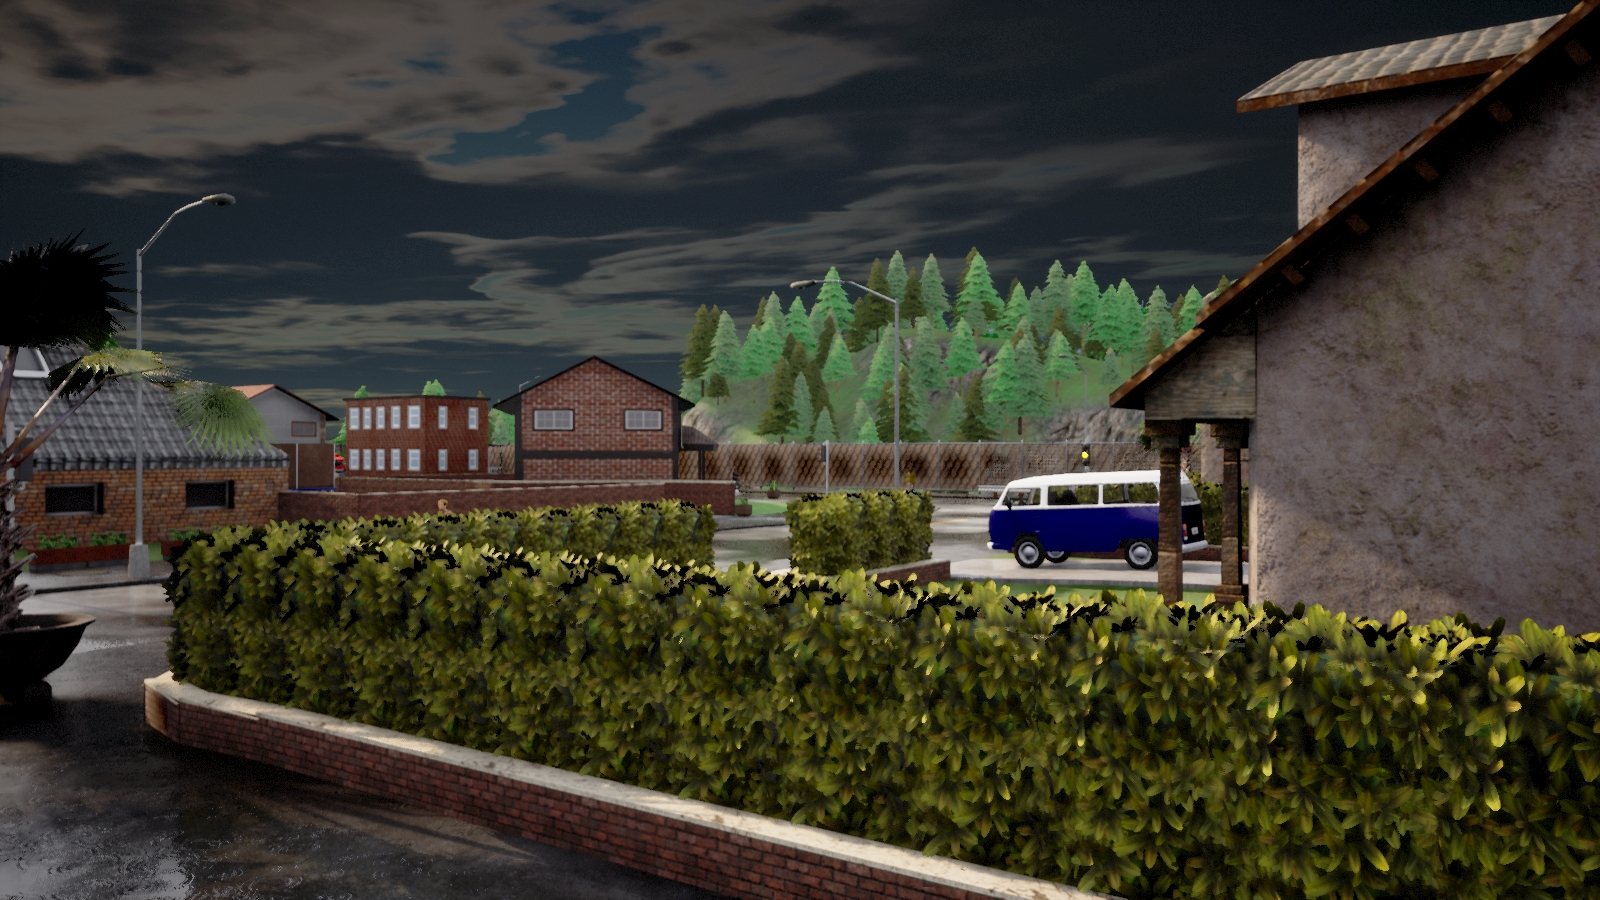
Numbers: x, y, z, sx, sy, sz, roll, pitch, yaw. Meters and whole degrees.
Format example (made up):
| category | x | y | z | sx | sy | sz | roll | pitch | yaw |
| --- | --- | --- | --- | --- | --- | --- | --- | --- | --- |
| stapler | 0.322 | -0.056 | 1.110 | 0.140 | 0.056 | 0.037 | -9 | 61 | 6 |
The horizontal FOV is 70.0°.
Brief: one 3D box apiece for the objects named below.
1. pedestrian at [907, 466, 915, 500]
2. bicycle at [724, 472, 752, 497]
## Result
| category | x | y | z | sx | sy | sz | roll | pitch | yaw |
| --- | --- | --- | --- | --- | --- | --- | --- | --- | --- |
| pedestrian | 6.158 | 1.832 | 63.605 | 0.375 | 1.860 | 0.375 | 0 | 0 | 15 |
| bicycle | -3.643 | 2.038 | 67.431 | 1.835 | 1.471 | 0.329 | 0 | 0 | 35 |
